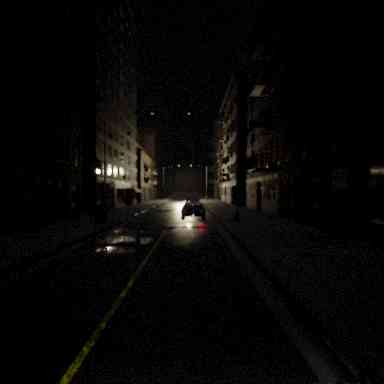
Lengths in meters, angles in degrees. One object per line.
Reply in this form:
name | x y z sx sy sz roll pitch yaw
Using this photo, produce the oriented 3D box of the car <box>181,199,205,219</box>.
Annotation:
car | 0.103 1.513 27.969 1.895 1.301 4.718 0 0 0
